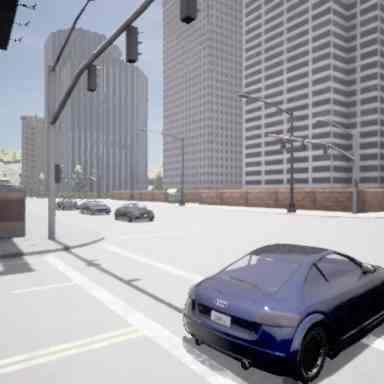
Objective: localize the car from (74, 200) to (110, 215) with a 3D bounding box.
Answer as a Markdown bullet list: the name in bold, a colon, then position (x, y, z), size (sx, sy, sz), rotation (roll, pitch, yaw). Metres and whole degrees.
- **car**: position (-9.916, 1.551, 33.775), size (2.033, 1.411, 5.357), rotation (0, 0, -35)

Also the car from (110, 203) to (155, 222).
- **car**: position (-4.562, 1.567, 26.187), size (1.994, 1.385, 4.181), rotation (0, 0, -35)

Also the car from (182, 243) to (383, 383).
- **car**: position (1.864, 1.566, 5.540), size (4.181, 1.385, 1.994), rotation (0, 0, -41)

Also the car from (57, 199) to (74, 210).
- **car**: position (-15.628, 1.568, 41.898), size (1.994, 1.385, 4.181), rotation (0, 0, -35)
